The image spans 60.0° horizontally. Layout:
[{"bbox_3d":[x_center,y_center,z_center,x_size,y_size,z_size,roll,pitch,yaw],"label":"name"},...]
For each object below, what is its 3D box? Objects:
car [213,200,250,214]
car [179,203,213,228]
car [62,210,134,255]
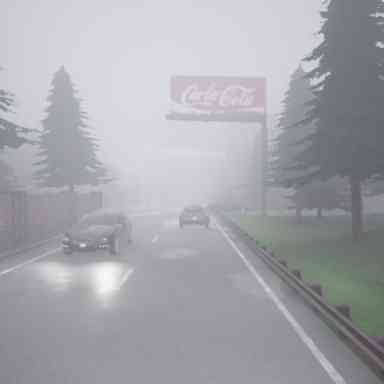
[{"bbox_3d":[4.097,1.660,37.105,4.902,1.511,2.128,0,-1,-20],"label":"car"},{"bbox_3d":[0.108,1.562,22.464,1.994,1.385,4.181,0,0,-1],"label":"car"},{"bbox_3d":[-3.560,1.504,13.318,1.837,1.490,4.892,0,0,0],"label":"car"}]
